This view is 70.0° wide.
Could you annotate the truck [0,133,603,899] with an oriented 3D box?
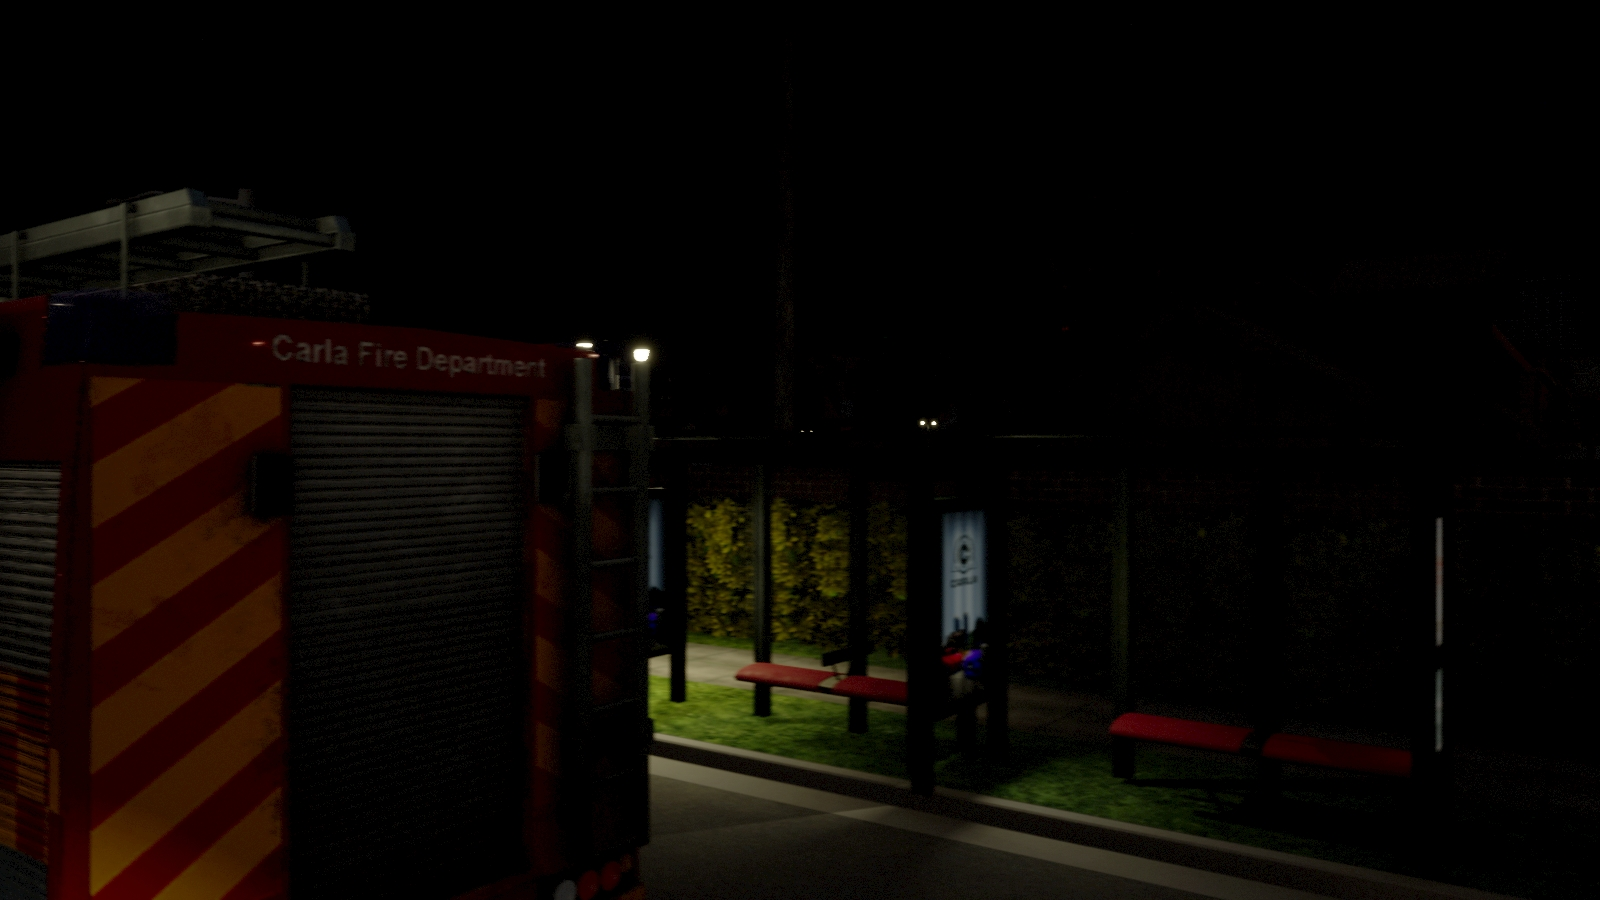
[{"bbox_3d":[-5.321,0.882,7.183,8.468,3.827,2.891,0,0,35],"label":"truck"}]
